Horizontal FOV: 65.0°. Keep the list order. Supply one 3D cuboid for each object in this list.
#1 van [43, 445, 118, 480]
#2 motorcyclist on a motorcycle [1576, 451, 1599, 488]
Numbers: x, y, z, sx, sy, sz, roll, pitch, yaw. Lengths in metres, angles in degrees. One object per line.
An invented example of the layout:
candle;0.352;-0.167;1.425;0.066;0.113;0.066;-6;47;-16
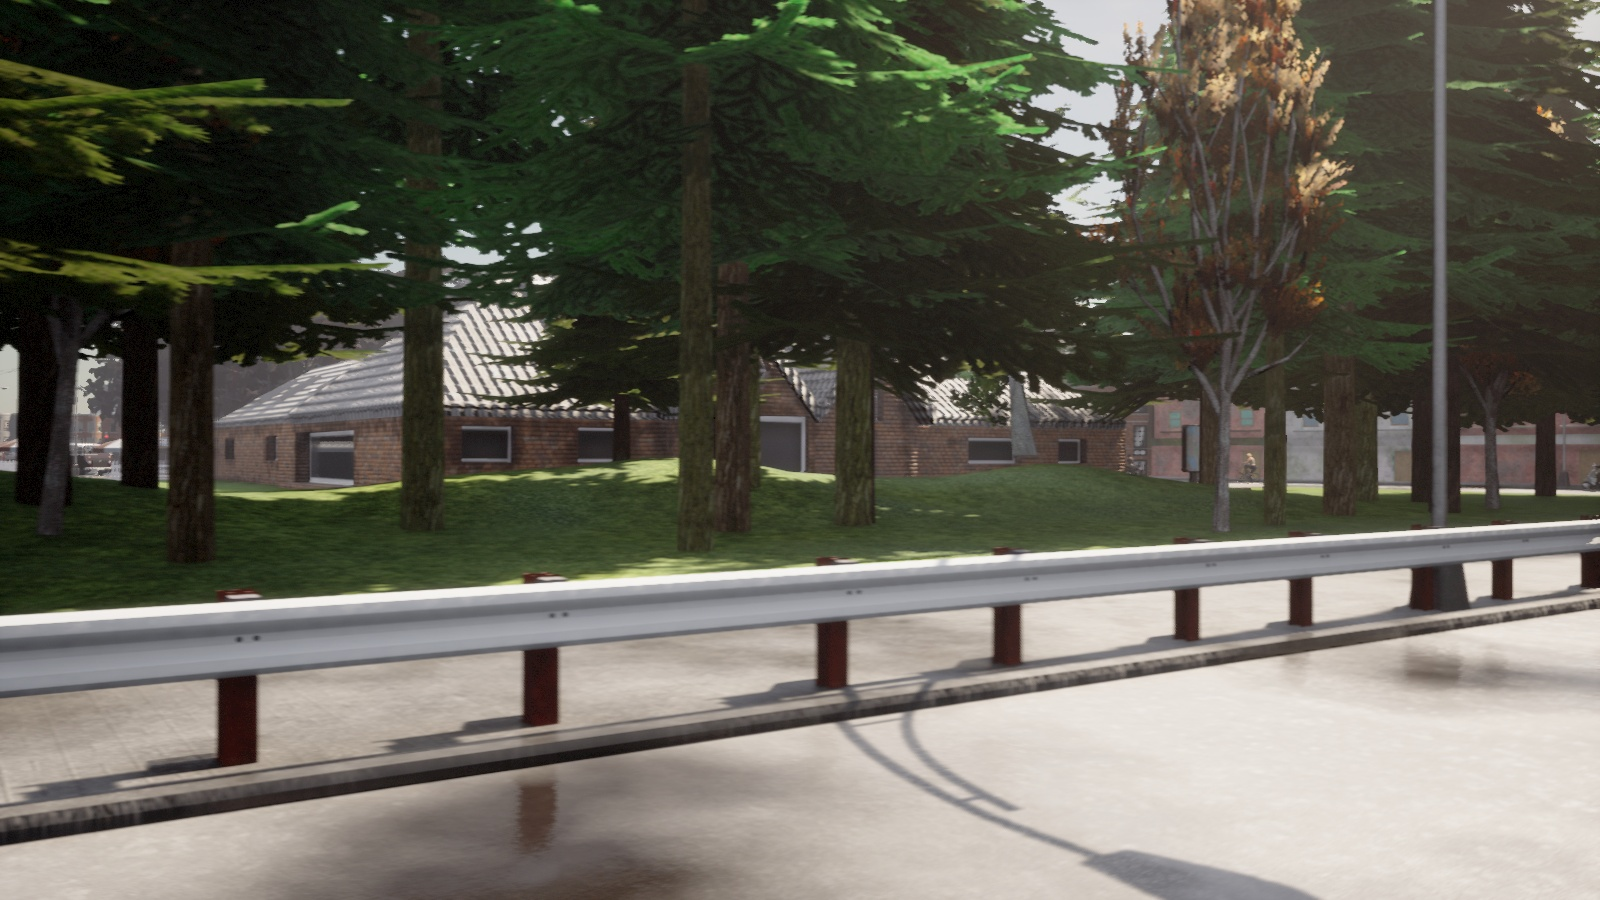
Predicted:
van;-43.344;0.757;75.634;4.480;2.038;2.069;0;0;32
motorcyclist on a motorcycle;34.646;0.840;54.163;0.866;1.590;1.817;0;0;-35
